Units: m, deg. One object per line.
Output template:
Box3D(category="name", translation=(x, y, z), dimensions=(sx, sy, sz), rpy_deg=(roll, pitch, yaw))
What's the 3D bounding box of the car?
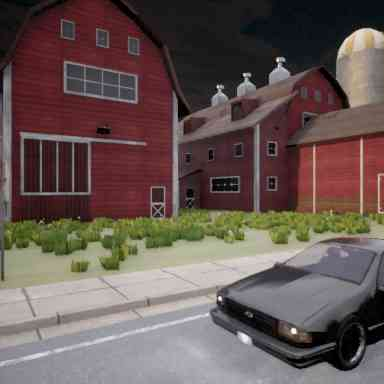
Box3D(category="car", translation=(2.940, 1.547, 5.829), dimensions=(5.357, 1.411, 2.033), rpy_deg=(0, 0, -32))
